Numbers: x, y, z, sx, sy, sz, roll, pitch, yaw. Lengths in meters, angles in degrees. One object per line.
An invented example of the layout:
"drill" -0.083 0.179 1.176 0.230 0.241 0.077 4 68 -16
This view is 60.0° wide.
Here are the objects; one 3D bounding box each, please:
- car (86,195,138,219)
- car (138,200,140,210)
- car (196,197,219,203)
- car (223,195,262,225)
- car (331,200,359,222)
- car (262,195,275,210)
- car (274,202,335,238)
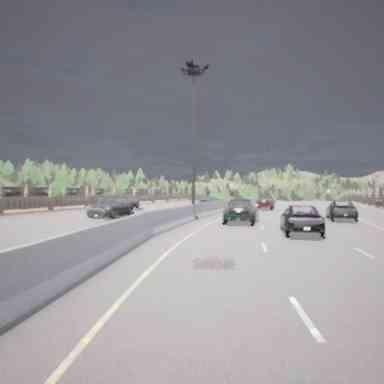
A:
"car" -6.574 1.177 26.992 2.097 1.767 4.553 0 0 16
"car" -7.443 1.122 36.157 2.097 1.767 4.553 0 0 19
"car" 2.033 1.318 42.258 2.033 1.411 5.357 0 0 19
"car" 3.511 1.233 23.276 2.097 1.767 4.553 0 0 15
"car" 11.415 1.388 25.482 2.128 1.511 4.902 0 0 17
"car" 8.940 1.157 40.360 2.097 1.767 4.553 0 0 18
"car" 5.637 1.414 17.269 2.128 1.511 4.902 0 0 11
